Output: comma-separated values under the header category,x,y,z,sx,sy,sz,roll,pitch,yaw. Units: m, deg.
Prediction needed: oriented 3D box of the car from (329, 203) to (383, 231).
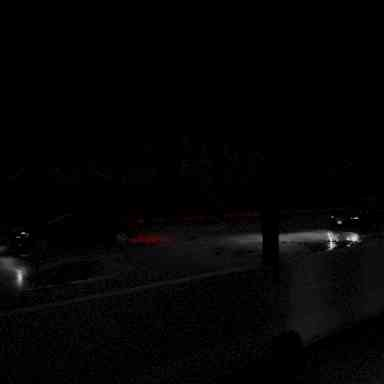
category,x,y,z,sx,sy,sz,roll,pitch,yaw
car,10.157,1.406,19.816,4.902,1.511,2.128,0,0,-35

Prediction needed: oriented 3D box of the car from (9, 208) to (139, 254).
category,x,y,z,sx,sy,sz,roll,pitch,yaw
car,-4.623,1.460,13.592,5.008,1.535,1.882,0,0,-35
